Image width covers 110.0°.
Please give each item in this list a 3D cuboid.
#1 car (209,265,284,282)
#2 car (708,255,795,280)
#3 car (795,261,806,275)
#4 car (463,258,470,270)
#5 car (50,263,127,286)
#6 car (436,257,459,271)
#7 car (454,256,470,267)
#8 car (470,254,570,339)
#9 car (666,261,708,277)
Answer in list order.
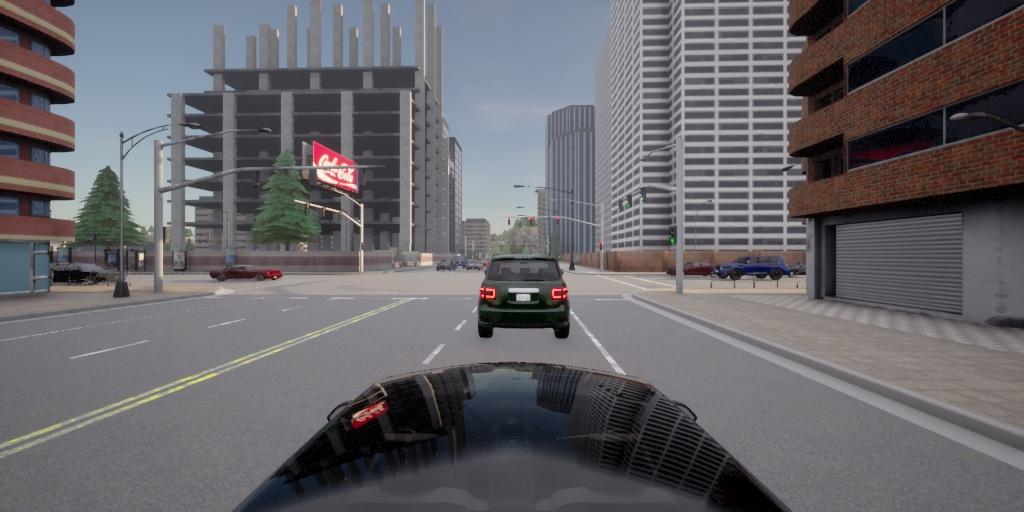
[{"bbox_3d":[-20.711,1.351,28.108,4.718,1.301,1.895,0,0,2],"label":"car"},{"bbox_3d":[20.226,0.971,30.477,5.566,2.045,2.150,0,0,2],"label":"car"},{"bbox_3d":[27.240,1.241,33.737,4.902,1.511,2.128,0,0,2],"label":"car"},{"bbox_3d":[-5.276,1.351,51.160,1.895,1.301,4.718,0,0,2],"label":"car"},{"bbox_3d":[-29.772,1.227,24.903,5.008,1.535,1.882,0,0,2],"label":"car"},{"bbox_3d":[-8.880,1.255,48.524,1.837,1.490,4.892,0,0,2],"label":"car"},{"bbox_3d":[-8.497,0.971,58.372,2.150,2.045,5.566,0,0,1],"label":"car"},{"bbox_3d":[0.338,0.971,10.283,2.150,2.045,5.566,0,0,2],"label":"car"},{"bbox_3d":[17.310,1.228,34.071,5.008,1.535,1.882,0,0,2],"label":"car"}]
